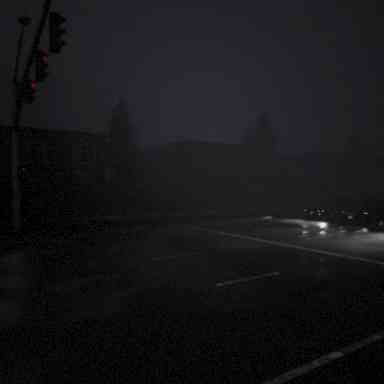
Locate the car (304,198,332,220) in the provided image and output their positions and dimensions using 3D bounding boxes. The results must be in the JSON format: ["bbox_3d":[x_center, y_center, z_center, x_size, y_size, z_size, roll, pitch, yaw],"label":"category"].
[{"bbox_3d":[10.308,1.176,24.302,4.892,1.490,1.837,-1,1,-32],"label":"car"}]

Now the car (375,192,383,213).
[{"bbox_3d":[18.565,0.892,29.482,4.553,1.767,2.097,-1,1,-32],"label":"car"}]

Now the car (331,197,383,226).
[{"bbox_3d":[11.338,1.183,20.817,4.902,1.511,2.128,-1,1,-32],"label":"car"}]
